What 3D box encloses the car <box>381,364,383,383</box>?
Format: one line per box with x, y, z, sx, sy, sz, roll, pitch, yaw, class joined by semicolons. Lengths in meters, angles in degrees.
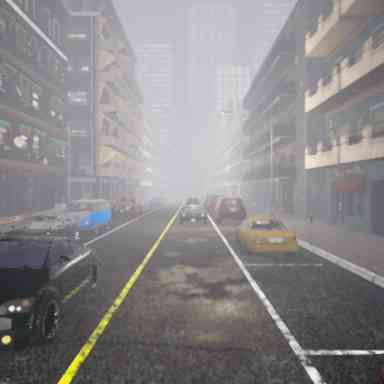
2.680;1.578;1.536;1.802;1.307;4.206;-1;0;0;car

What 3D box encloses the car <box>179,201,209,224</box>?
0.090;1.546;24.108;1.895;1.301;4.718;0;0;0;car

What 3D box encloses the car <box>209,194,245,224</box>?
2.668;1.261;23.943;2.192;1.841;5.009;-1;0;0;car

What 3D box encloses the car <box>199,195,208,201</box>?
2.652;1.390;79.964;1.947;1.339;4.313;-1;0;0;car

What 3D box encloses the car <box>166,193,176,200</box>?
-5.736;1.115;91.194;2.192;1.841;5.009;-1;0;0;car

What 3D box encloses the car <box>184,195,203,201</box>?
0.084;1.409;43.352;1.837;1.490;4.892;0;1;0;car

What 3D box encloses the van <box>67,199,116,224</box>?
-5.677;1.299;18.367;1.690;1.788;3.998;-1;0;0;van

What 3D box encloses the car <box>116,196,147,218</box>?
-5.704;1.248;29.571;2.192;1.841;5.009;-1;0;0;car

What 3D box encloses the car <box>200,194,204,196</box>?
2.660;1.211;46.352;2.192;1.841;5.009;-1;0;0;car

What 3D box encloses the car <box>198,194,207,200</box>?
2.648;1.252;85.566;1.967;1.590;4.097;-1;0;0;car

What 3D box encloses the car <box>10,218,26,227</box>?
-5.671;1.423;7.163;1.967;1.590;4.097;-1;0;0;car

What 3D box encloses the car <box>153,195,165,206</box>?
-5.718;1.466;51.980;1.802;1.307;4.206;-1;0;0;car

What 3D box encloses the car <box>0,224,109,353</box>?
-3.096;1.549;6.165;1.994;1.385;4.181;0;0;-1;car

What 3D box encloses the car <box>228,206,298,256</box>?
2.675;1.496;12.910;1.752;1.417;4.829;-1;0;0;car

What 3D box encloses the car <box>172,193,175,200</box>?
-5.728;1.374;79.990;2.008;1.369;4.403;-1;0;0;car

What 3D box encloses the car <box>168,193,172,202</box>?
-5.724;1.398;68.786;2.008;1.369;4.403;-1;0;0;car

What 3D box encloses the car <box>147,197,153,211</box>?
-5.720;1.471;35.174;2.008;1.369;4.403;-1;0;0;car

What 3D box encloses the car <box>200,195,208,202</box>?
2.653;1.361;74.532;1.752;1.417;4.829;-1;0;0;car

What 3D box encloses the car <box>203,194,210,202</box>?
2.664;1.236;35.148;2.192;1.841;5.009;-1;0;0;car

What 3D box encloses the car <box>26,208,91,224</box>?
-5.672;1.521;12.765;2.008;1.369;4.403;-1;0;0;car

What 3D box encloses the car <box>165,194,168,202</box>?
-5.720;1.454;57.582;1.802;1.307;4.206;-1;0;0;car
